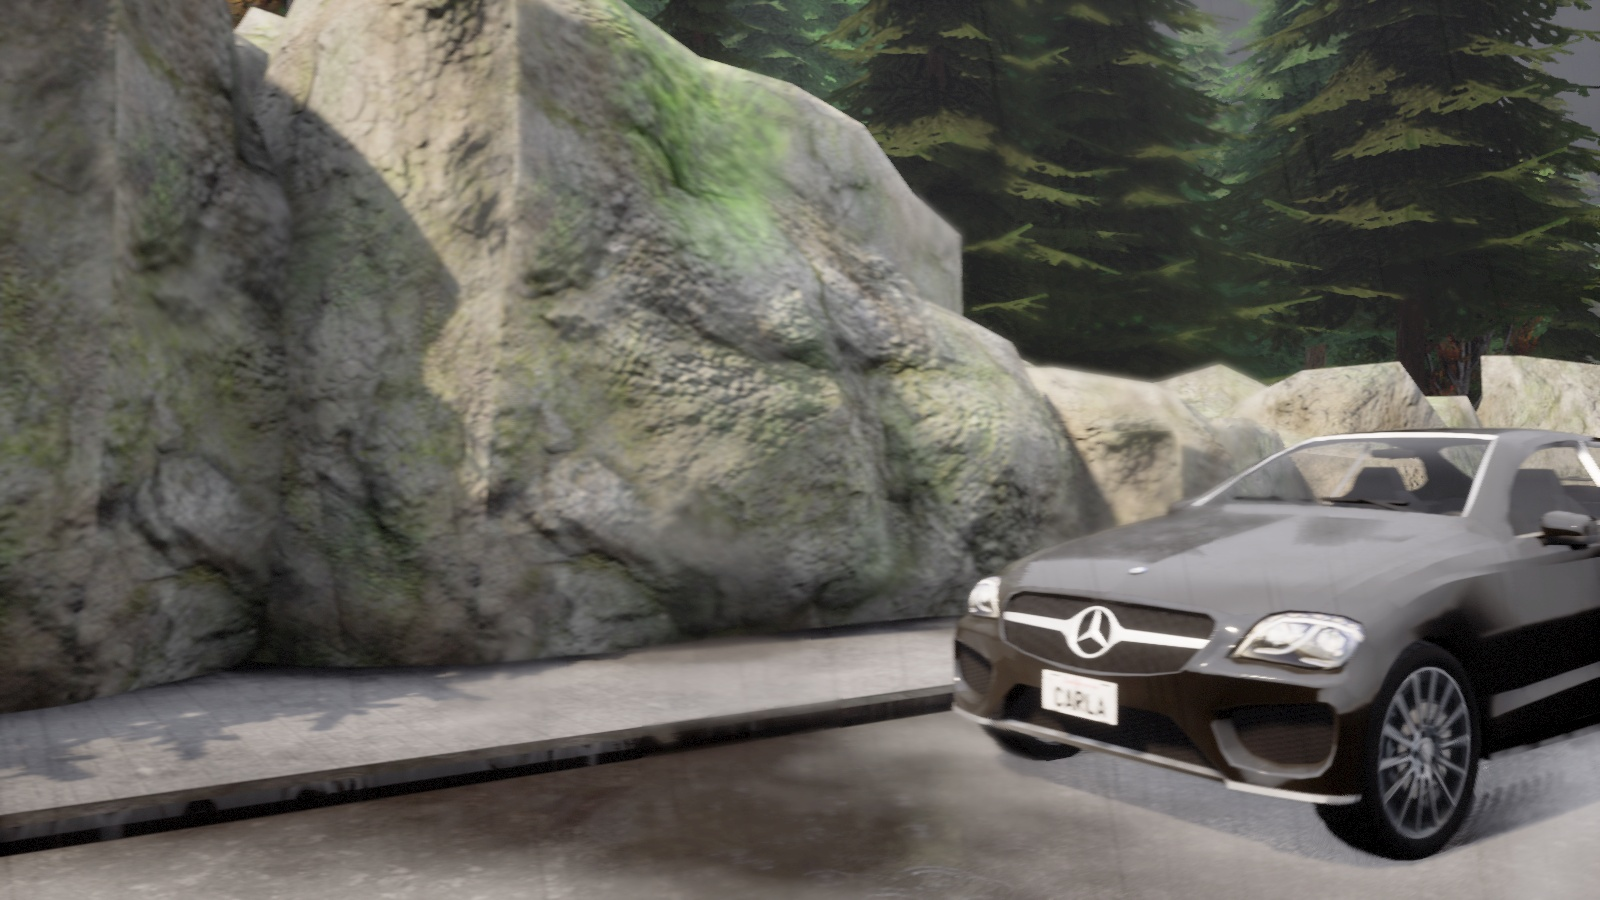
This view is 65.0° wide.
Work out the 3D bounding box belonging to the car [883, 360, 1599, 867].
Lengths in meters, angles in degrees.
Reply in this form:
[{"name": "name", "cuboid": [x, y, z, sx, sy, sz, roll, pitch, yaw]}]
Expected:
[{"name": "car", "cuboid": [3.068, 0.532, 6.404, 5.027, 1.651, 2.152, 0, 0, -35]}]
